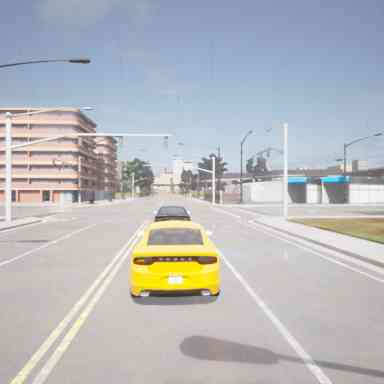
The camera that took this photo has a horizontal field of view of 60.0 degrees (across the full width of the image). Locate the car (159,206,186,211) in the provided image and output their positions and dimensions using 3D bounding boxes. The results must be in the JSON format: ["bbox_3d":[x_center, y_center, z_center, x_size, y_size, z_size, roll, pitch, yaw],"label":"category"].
[{"bbox_3d":[-1.076,1.478,18.190,1.882,1.535,5.008,0,0,-4],"label":"car"}]

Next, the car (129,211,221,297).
[{"bbox_3d":[-0.441,1.478,8.630,1.882,1.535,5.008,0,0,-3],"label":"car"}]
